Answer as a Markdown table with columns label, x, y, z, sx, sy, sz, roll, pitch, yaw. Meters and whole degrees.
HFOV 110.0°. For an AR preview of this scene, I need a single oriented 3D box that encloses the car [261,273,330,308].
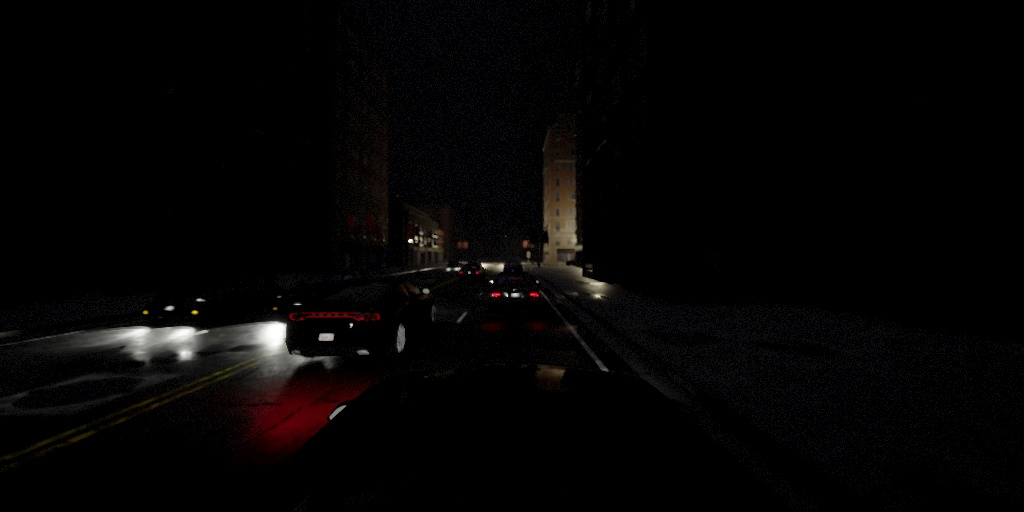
| label | x | y | z | sx | sy | sz | roll | pitch | yaw |
| --- | --- | --- | --- | --- | --- | --- | --- | --- | --- |
| car | -6.598 | 1.308 | 13.041 | 1.994 | 1.385 | 4.181 | 0 | 0 | 0 |

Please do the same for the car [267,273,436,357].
| label | x | y | z | sx | sy | sz | roll | pitch | yaw |
| --- | --- | --- | --- | --- | --- | --- | --- | --- | --- |
| car | -3.149 | 1.224 | 8.558 | 1.882 | 1.535 | 5.008 | 0 | 0 | 0 |

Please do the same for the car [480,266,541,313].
| label | x | y | z | sx | sy | sz | roll | pitch | yaw |
| --- | --- | --- | --- | --- | --- | --- | --- | --- | --- |
| car | 0.103 | 1.291 | 13.965 | 2.033 | 1.411 | 5.357 | 0 | 0 | 0 |

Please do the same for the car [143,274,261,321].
| label | x | y | z | sx | sy | sz | roll | pitch | yaw |
| --- | --- | --- | --- | --- | --- | --- | --- | --- | --- |
| car | -9.848 | 1.309 | 12.301 | 1.994 | 1.385 | 4.181 | 0 | 0 | 0 |

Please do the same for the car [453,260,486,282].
| label | x | y | z | sx | sy | sz | roll | pitch | yaw |
| --- | --- | --- | --- | --- | --- | --- | --- | --- | --- |
| car | -3.141 | 1.286 | 28.906 | 2.033 | 1.411 | 5.357 | 0 | 0 | 0 |

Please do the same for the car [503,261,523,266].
| label | x | y | z | sx | sy | sz | roll | pitch | yaw |
| --- | --- | --- | --- | --- | --- | --- | --- | --- | --- |
| car | 0.109 | 1.214 | 36.087 | 1.882 | 1.535 | 5.008 | 0 | 0 | 0 |

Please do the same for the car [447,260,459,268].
| label | x | y | z | sx | sy | sz | roll | pitch | yaw |
| --- | --- | --- | --- | --- | --- | --- | --- | --- | --- |
| car | -9.735 | 1.311 | 61.013 | 1.994 | 1.385 | 4.181 | 0 | 0 | 0 |
